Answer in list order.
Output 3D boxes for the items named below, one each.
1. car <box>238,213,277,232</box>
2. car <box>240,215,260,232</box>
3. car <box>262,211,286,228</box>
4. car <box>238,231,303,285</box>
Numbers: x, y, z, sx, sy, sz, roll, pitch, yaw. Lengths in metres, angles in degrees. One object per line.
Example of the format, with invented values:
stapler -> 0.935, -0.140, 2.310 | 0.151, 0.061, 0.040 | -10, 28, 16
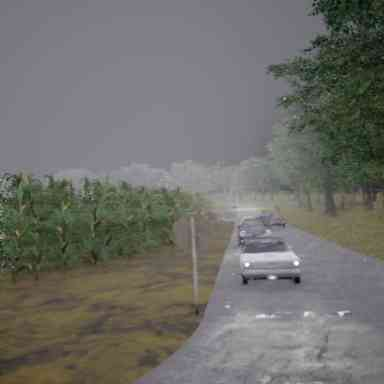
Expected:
car -> 4.130, 2.565, 22.005 | 2.097, 1.767, 4.553 | -3, -3, 8
car -> 6.044, 3.288, 34.997 | 1.812, 1.442, 4.674 | -3, -3, 8
car -> 9.376, 3.260, 37.524 | 2.033, 1.411, 5.357 | -3, -3, 8
car -> 2.694, 2.341, 12.074 | 1.895, 1.301, 4.718 | -3, -3, 8
